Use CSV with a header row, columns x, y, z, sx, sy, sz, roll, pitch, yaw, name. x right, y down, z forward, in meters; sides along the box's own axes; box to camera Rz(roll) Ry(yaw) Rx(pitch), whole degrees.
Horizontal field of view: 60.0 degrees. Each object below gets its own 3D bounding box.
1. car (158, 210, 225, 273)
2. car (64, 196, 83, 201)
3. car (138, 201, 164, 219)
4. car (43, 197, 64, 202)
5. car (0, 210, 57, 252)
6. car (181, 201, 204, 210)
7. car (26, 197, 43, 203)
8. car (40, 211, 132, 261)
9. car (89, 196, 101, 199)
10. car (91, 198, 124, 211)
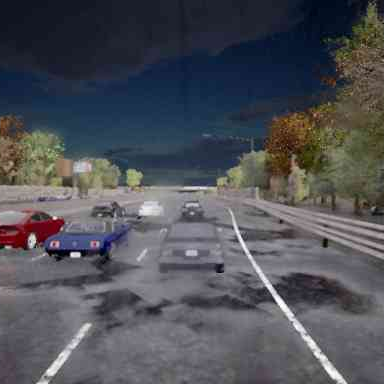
x,y,z,sx,sy,sz,roll,pitch,yaw,name
0.019,1.543,10.664,2.033,1.411,5.357,0,0,1,car
-21.063,1.541,60.488,1.812,1.442,4.674,0,0,1,car
-3.470,1.519,28.490,1.812,1.442,4.674,0,0,0,car
-24.556,1.615,60.373,1.895,1.301,4.718,0,0,0,car
-6.955,1.471,13.957,1.882,1.535,5.008,0,0,0,car
0.031,1.519,28.560,1.812,1.442,4.674,0,0,0,car
-28.062,1.574,59.952,1.994,1.385,4.181,0,0,1,car
-3.468,1.595,12.182,1.895,1.301,4.718,0,0,0,car
-17.570,1.541,60.653,1.812,1.442,4.674,0,0,1,car
-6.973,1.499,27.811,1.837,1.490,4.892,0,0,0,car
